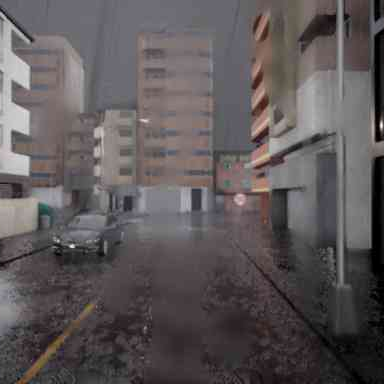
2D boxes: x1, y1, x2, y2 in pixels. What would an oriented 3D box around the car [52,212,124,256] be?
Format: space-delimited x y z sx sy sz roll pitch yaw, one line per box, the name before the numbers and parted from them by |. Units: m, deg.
car | -4.073 1.628 13.757 1.837 1.490 4.892 0 -1 0
